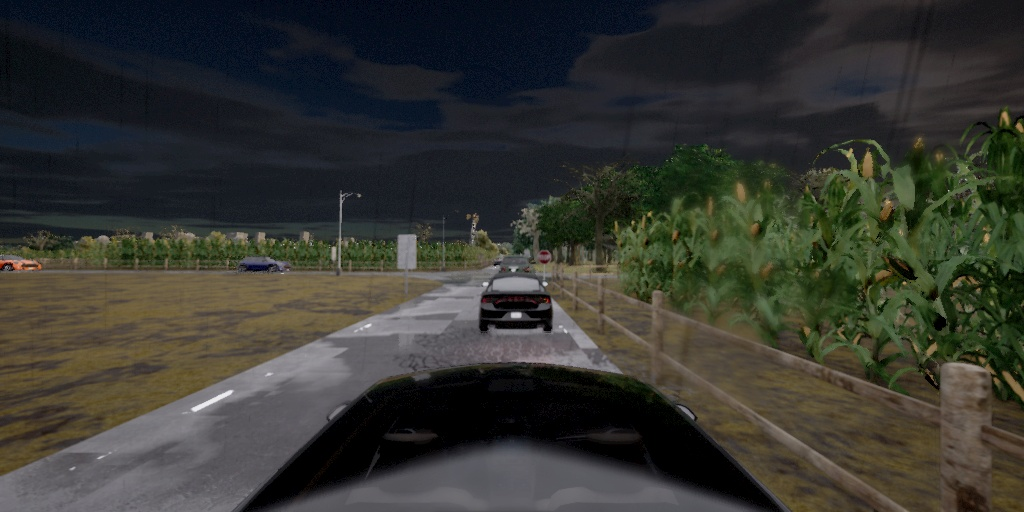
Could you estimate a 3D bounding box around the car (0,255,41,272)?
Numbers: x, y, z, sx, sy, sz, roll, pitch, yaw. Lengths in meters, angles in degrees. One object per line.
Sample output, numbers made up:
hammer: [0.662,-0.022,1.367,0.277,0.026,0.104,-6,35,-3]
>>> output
car: [-51.062,0.699,36.410,4.553,1.767,2.097,0,-1,1]

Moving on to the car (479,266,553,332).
car: [0.102,1.228,10.861,1.882,1.535,5.008,0,0,0]

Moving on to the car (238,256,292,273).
car: [-24.876,0.824,36.239,4.553,1.767,2.097,0,-1,0]

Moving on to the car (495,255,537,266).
car: [0.500,0.973,25.687,2.150,2.045,5.566,0,0,8]

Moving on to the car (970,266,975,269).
car: [47.713,1.848,35.968,4.553,1.767,2.097,1,-1,1]
